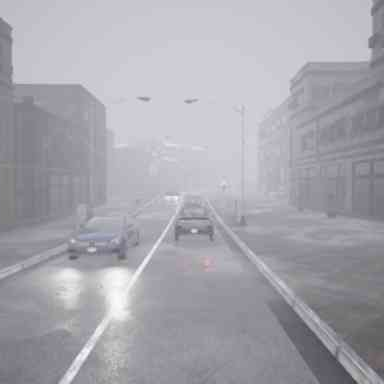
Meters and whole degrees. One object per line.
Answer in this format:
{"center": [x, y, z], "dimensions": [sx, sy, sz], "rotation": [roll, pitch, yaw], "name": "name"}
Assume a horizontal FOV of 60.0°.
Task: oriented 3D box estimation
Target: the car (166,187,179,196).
{"center": [-3.054, -0.107, 52.791], "dimensions": [1.994, 1.385, 4.181], "rotation": [0, 4, 1], "name": "car"}

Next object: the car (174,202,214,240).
{"center": [0.097, 1.486, 16.999], "dimensions": [2.128, 1.511, 4.902], "rotation": [0, 1, 0], "name": "car"}

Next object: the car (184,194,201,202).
{"center": [0.095, 0.941, 36.357], "dimensions": [2.033, 1.411, 5.357], "rotation": [0, 3, 0], "name": "car"}

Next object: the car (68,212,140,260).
{"center": [-3.101, 1.532, 12.592], "dimensions": [1.812, 1.442, 4.674], "rotation": [0, 0, 0], "name": "car"}
